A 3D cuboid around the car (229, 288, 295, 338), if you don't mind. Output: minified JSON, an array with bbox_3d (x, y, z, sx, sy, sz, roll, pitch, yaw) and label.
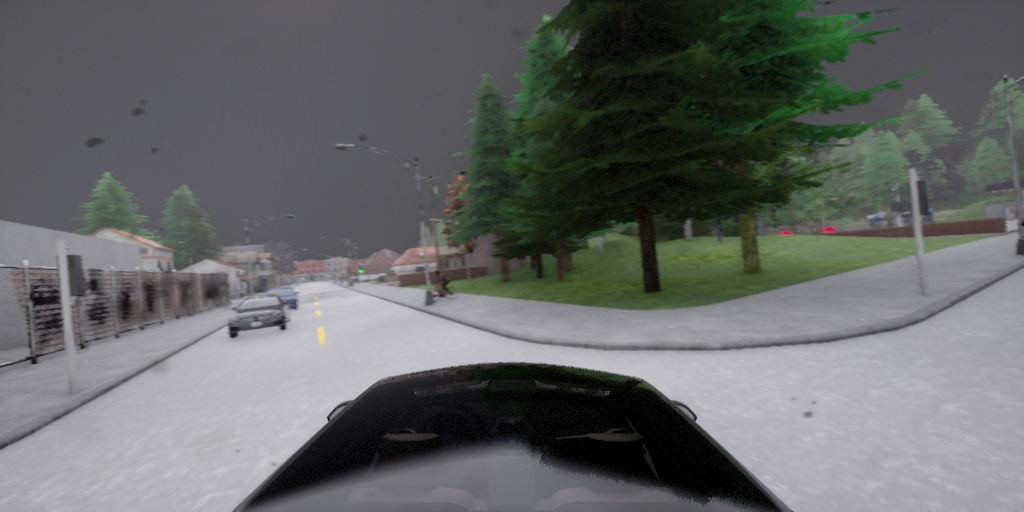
[{"bbox_3d":[-10.680,2.410,15.405,1.812,1.442,4.674,-5,-1,-29],"label":"car"}]

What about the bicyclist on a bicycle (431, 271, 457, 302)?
[{"bbox_3d":[-3.715,1.589,18.956,1.656,1.620,0.582,-5,-1,-29],"label":"bicyclist on a bicycle"}]

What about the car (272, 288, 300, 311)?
[{"bbox_3d":[-15.476,2.893,24.113,1.882,1.535,5.008,-5,-1,-29],"label":"car"}]
